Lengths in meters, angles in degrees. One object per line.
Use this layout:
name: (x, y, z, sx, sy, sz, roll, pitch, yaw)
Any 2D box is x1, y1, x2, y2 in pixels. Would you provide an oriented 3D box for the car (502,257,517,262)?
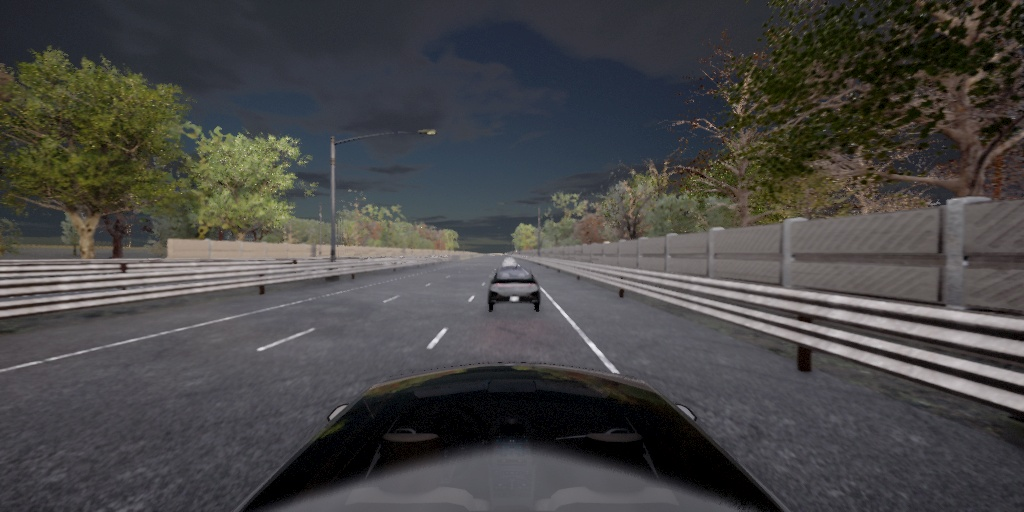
car: (-0.326, 0.906, 45.920, 1.812, 1.442, 4.674, 0, 1, -1)

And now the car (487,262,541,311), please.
car: (0.065, 1.145, 13.939, 2.128, 1.511, 4.902, 0, 0, 0)
